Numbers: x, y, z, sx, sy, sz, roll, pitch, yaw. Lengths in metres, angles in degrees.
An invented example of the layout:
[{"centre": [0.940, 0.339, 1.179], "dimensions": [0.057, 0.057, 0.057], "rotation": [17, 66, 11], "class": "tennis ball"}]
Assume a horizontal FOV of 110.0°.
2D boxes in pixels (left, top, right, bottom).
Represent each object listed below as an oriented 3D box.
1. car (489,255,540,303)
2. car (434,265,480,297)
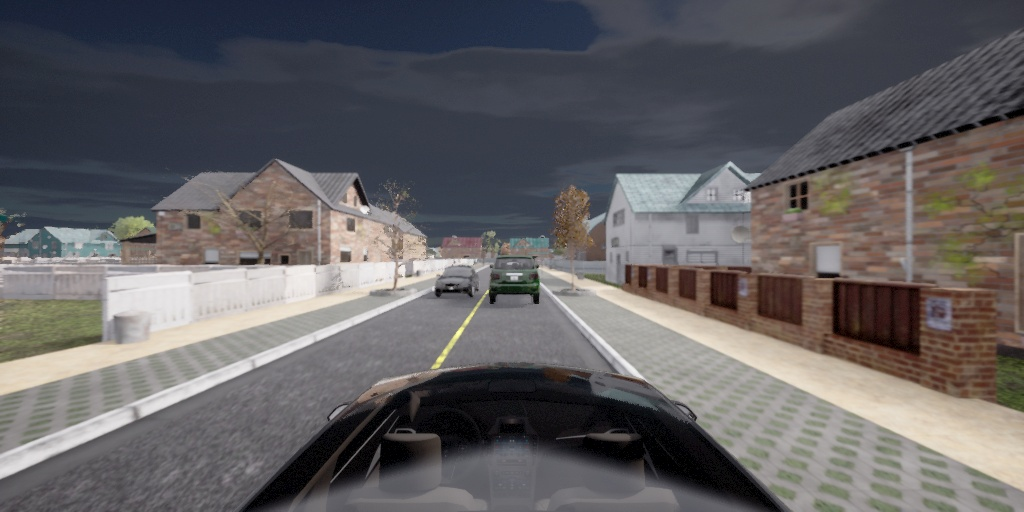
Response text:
[{"centre": [0.115, 0.976, 16.807], "dimensions": [2.150, 2.045, 5.566], "rotation": [0, 0, 0], "class": "car"}, {"centre": [-2.766, 1.264, 18.858], "dimensions": [1.837, 1.490, 4.892], "rotation": [0, -1, 0], "class": "car"}]
